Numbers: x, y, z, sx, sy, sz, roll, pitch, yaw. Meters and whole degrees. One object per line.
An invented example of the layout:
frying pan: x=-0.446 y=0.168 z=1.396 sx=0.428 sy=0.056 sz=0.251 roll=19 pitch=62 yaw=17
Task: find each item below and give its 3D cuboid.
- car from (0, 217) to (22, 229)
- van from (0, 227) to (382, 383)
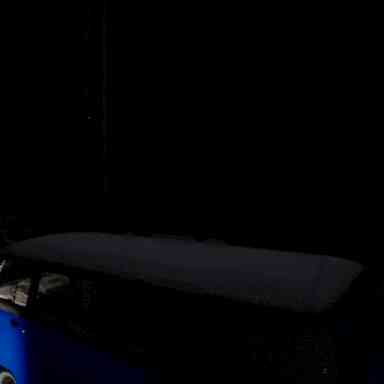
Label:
car: x=-4.908 y=1.367 z=6.312 sx=5.009 sy=1.841 sz=2.192 roll=0 pitch=0 yaw=36
van: x=-0.421 y=1.355 z=3.110 sx=3.998 sy=1.788 sz=1.690 roll=0 pitch=0 yaw=36
